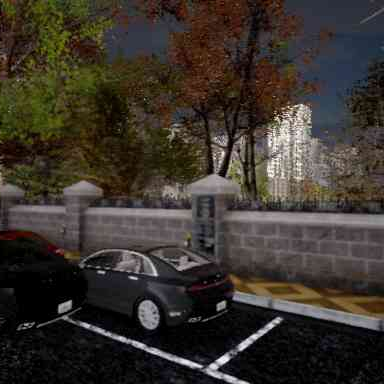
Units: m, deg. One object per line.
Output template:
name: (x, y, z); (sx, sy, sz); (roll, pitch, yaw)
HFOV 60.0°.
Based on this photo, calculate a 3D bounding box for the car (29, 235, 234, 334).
car: (-1.256, 1.741, 7.005); (4.403, 1.369, 2.008); (-1, -2, 37)

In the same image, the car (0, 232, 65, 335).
car: (-4.345, 1.664, 6.391); (4.892, 1.490, 1.837); (0, -2, 22)

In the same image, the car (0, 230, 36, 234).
car: (-5.704, 1.841, 10.323); (4.206, 1.307, 1.802); (-1, -2, 37)
